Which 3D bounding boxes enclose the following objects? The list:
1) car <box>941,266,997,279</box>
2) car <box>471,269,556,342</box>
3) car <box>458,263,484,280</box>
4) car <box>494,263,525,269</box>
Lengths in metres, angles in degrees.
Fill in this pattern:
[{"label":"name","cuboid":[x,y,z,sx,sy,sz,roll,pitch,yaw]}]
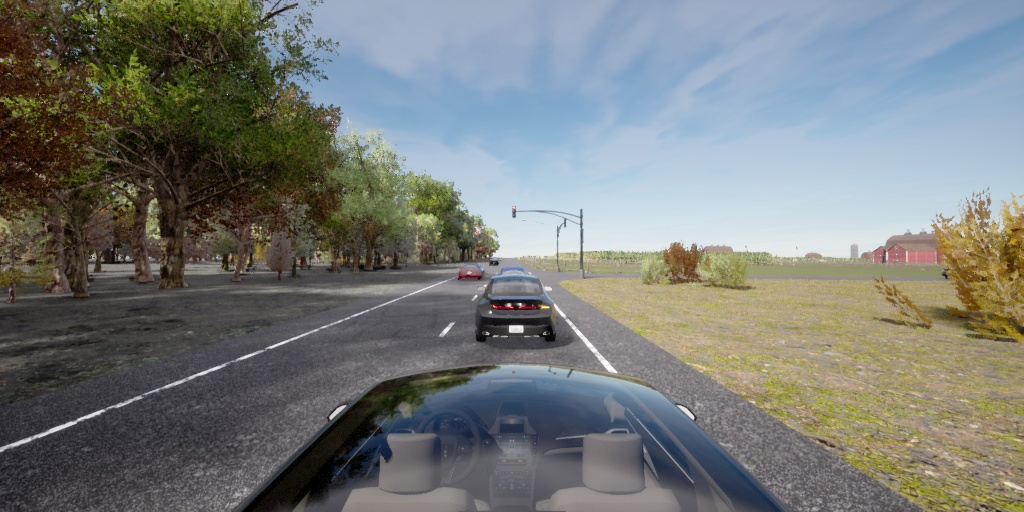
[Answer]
[{"label":"car","cuboid":[48.434,1.768,37.793,4.902,1.511,2.128,1,-1,0]},{"label":"car","cuboid":[0.081,1.257,9.793,1.837,1.490,4.892,0,0,0]},{"label":"car","cuboid":[-3.466,1.320,31.259,1.994,1.385,4.181,0,0,0]},{"label":"car","cuboid":[0.076,1.280,19.042,1.812,1.442,4.674,0,0,0]}]
